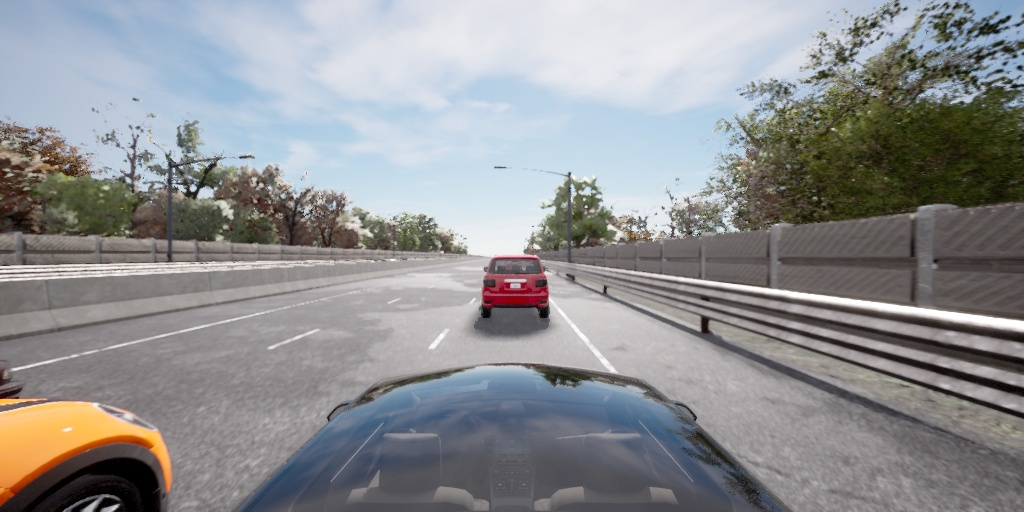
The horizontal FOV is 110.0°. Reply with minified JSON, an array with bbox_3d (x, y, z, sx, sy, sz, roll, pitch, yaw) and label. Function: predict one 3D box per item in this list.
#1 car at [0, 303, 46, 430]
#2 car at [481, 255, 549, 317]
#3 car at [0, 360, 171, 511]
[{"bbox_3d":[-6.902,1.298,1.851,2.033,1.411,5.357,0,0,0],"label":"car"},{"bbox_3d":[0.102,0.974,13.277,2.150,2.045,5.566,0,0,0],"label":"car"},{"bbox_3d":[-3.401,1.101,0.553,2.097,1.767,4.553,0,0,0],"label":"car"}]
